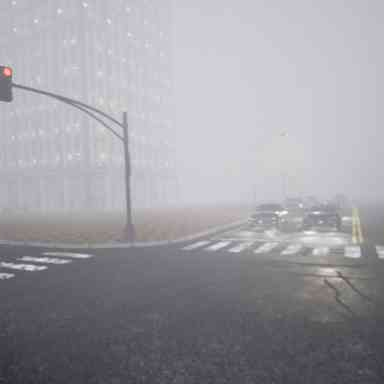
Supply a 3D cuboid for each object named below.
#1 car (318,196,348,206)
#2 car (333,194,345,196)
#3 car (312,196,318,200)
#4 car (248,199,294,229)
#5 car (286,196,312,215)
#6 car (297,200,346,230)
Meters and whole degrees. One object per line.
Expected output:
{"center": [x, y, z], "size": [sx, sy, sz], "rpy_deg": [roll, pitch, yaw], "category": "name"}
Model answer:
{"center": [13.050, 1.300, 30.567], "size": [1.895, 1.301, 4.718], "rpy_deg": [-2, 0, 26], "category": "car"}
{"center": [19.453, 1.040, 43.973], "size": [1.837, 1.490, 4.892], "rpy_deg": [-2, 0, 25], "category": "car"}
{"center": [15.337, 1.213, 42.872], "size": [1.812, 1.442, 4.674], "rpy_deg": [-2, 0, 25], "category": "car"}
{"center": [5.018, 1.453, 21.441], "size": [1.837, 1.490, 4.892], "rpy_deg": [-2, 0, 26], "category": "car"}
{"center": [9.354, 1.191, 30.411], "size": [2.097, 1.767, 4.553], "rpy_deg": [-2, 0, 26], "category": "car"}
{"center": [7.674, 1.398, 19.471], "size": [1.994, 1.385, 4.181], "rpy_deg": [-2, 0, 26], "category": "car"}
